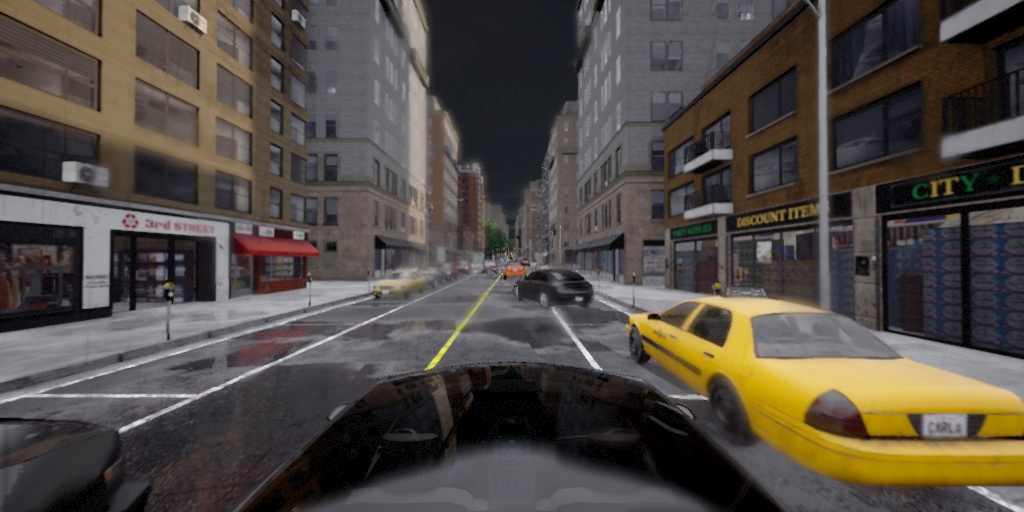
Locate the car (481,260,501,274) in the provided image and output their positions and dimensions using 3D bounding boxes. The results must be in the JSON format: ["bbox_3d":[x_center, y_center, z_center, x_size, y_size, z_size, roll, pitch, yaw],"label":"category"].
[{"bbox_3d":[-2.709,1.507,44.947,1.812,1.442,4.674,0,0,0],"label":"car"}]

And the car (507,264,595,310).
[{"bbox_3d":[1.602,1.310,15.204,1.837,1.490,4.892,-1,0,-20],"label":"car"}]

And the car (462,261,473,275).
[{"bbox_3d":[-5.594,1.358,40.892,1.967,1.591,4.097,0,0,0],"label":"car"}]

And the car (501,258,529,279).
[{"bbox_3d":[0.301,1.241,34.405,2.097,1.767,4.553,0,0,1],"label":"car"}]

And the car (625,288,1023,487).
[{"bbox_3d":[3.169,1.221,5.175,1.801,1.575,5.366,0,0,0],"label":"car"}]

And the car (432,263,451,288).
[{"bbox_3d":[-5.706,1.392,24.413,2.007,1.370,4.403,0,0,0],"label":"car"}]

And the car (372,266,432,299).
[{"bbox_3d":[-5.745,1.343,18.751,1.751,1.417,4.829,0,0,0],"label":"car"}]

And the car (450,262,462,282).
[{"bbox_3d":[-5.669,1.306,29.906,1.967,1.591,4.097,0,0,0],"label":"car"}]
